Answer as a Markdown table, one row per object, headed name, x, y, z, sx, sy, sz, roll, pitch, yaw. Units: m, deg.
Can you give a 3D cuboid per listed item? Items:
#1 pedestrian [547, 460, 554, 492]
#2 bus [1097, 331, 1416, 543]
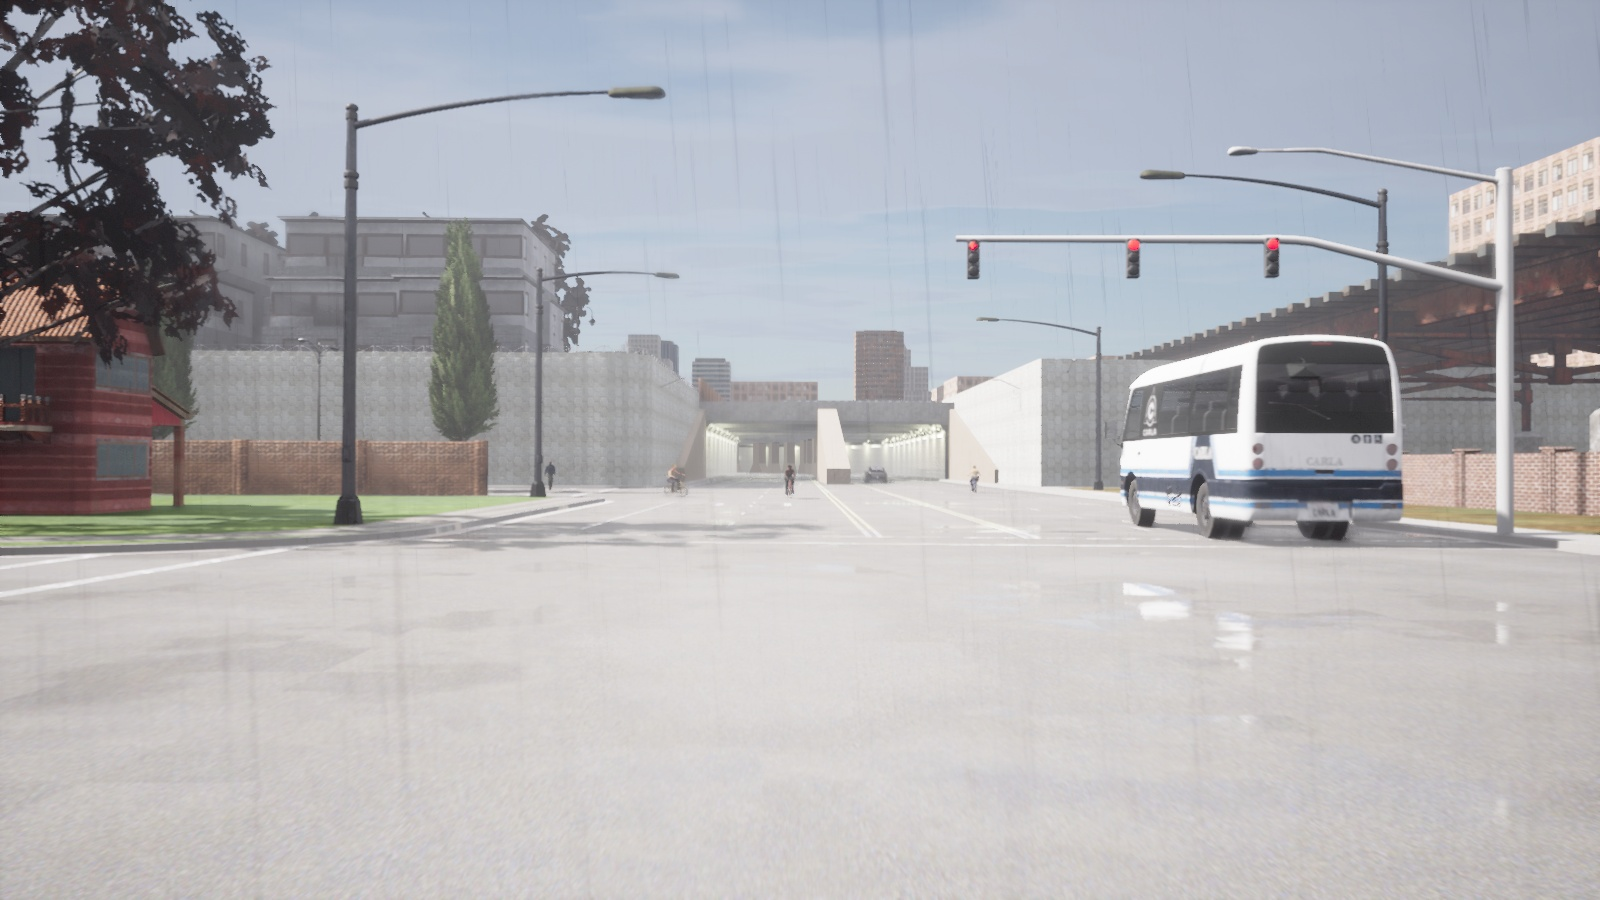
| name | x | y | z | sx | sy | sz | roll | pitch | yaw |
| --- | --- | --- | --- | --- | --- | --- | --- | --- | --- |
| pedestrian | -14.677 | 1.530 | 73.892 | 0.402 | 1.842 | 0.726 | 0 | -1 | -13 |
| bus | 10.415 | -0.205 | 30.436 | 3.944 | 4.253 | 10.273 | 0 | -1 | 0 |
